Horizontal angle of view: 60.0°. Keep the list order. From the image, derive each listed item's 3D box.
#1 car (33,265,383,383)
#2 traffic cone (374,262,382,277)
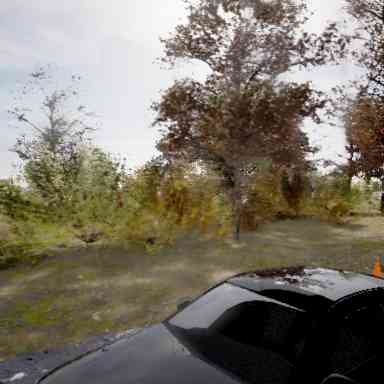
[{"bbox_3d":[0.872,1.512,3.036,4.674,1.442,1.812,0,0,-33],"label":"car"},{"bbox_3d":[4.279,1.921,7.668,0.340,0.580,0.340,0,0,-30],"label":"traffic cone"}]
